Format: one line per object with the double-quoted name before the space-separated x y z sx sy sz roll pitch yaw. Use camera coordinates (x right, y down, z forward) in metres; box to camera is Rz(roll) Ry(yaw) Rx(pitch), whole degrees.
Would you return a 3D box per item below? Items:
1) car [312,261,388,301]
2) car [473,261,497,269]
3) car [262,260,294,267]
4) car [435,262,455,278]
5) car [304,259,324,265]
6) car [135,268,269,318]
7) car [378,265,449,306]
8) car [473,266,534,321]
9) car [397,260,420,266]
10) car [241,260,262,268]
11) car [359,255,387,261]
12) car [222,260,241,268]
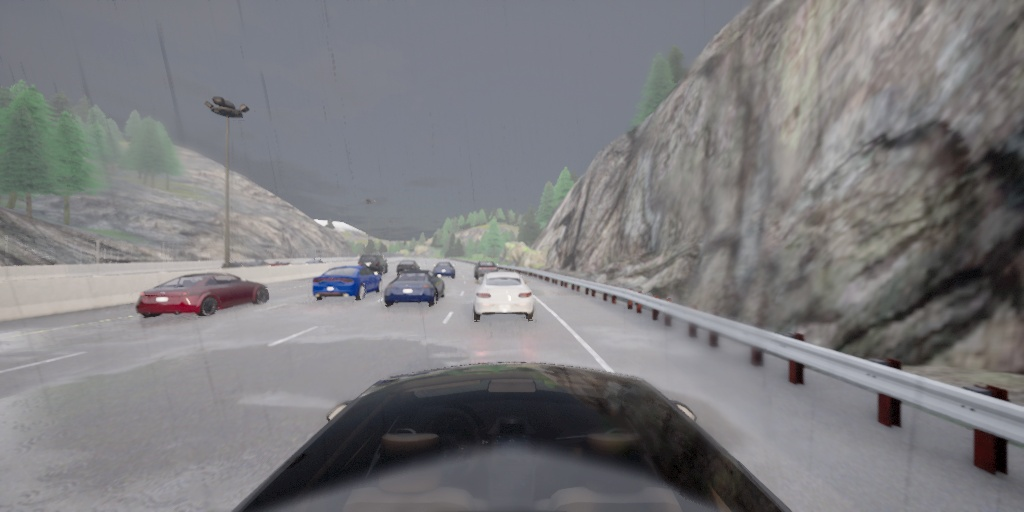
"car" -7.722 1.197 17.303 1.882 1.535 5.008 0 0 -5
"car" -2.233 1.165 30.063 2.128 1.511 4.902 0 0 -9
"car" -31.026 1.276 48.006 1.895 1.301 4.718 0 0 -13
"car" -6.222 1.237 32.828 1.994 1.385 4.181 0 0 -10
"car" -28.167 1.186 51.161 1.812 1.442 4.674 0 0 -13
"car" -10.910 1.302 13.044 1.994 1.385 4.181 0 0 -4
"car" -4.075 1.282 15.544 1.994 1.385 4.181 0 0 -4
"car" -0.337 1.246 12.262 1.812 1.442 4.674 0 0 -3
"car" -10.285 1.150 35.687 1.882 1.535 5.008 0 0 -10
"car" -34.986 1.241 49.610 1.994 1.385 4.181 0 0 -13
"car" -13.838 0.900 35.780 2.150 2.045 5.566 0 0 -11
"car" -38.841 1.282 50.837 1.895 1.301 4.718 0 0 -13
